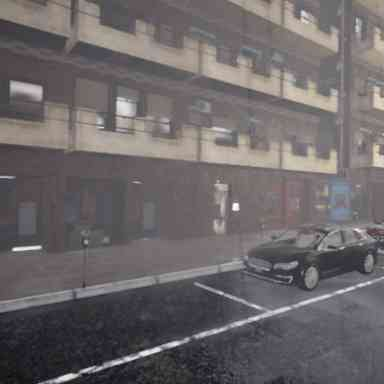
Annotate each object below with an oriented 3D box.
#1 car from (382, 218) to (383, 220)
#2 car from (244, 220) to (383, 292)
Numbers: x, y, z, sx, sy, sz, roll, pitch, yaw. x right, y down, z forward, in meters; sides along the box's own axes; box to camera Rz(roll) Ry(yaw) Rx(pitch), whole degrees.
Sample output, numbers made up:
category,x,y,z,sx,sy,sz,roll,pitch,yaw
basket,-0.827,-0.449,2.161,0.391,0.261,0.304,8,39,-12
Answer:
category,x,y,z,sx,sy,sz,roll,pitch,yaw
car,7.821,1.440,12.132,4.097,1.590,1.967,0,1,-36
car,3.306,1.551,8.909,4.403,1.369,2.008,0,1,-36
